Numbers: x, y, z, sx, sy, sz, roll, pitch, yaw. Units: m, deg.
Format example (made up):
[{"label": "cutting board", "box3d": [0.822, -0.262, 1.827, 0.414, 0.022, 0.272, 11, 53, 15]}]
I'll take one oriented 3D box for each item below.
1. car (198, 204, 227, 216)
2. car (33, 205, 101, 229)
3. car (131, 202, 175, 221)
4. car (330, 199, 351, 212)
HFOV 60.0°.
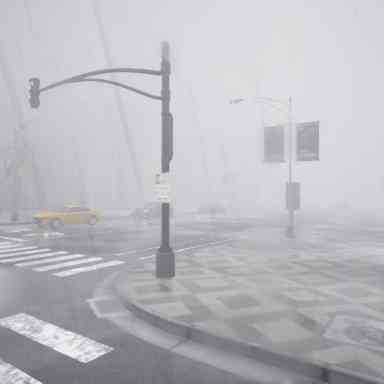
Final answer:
[{"label": "car", "box3d": [2.463, 2.083, 40.155, 1.994, 1.385, 4.181, 0, -1, 36]}, {"label": "car", "box3d": [-8.924, 1.710, 24.080, 1.882, 1.535, 5.008, 0, -1, 34]}, {"label": "car", "box3d": [-3.633, 1.719, 31.545, 2.097, 1.767, 4.553, 0, -1, 35]}, {"label": "car", "box3d": [24.501, 2.383, 54.136, 2.128, 1.511, 4.902, 0, -1, 35]}]
